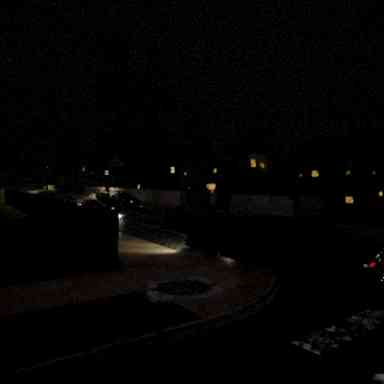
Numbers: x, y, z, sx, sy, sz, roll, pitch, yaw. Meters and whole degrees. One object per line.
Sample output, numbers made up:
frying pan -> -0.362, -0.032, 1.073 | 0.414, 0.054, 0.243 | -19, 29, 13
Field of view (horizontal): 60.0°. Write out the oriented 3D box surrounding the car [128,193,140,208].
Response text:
car -> -6.534, 0.762, 31.237 | 1.994, 1.385, 4.181 | 0, 2, -35

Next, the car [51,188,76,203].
car -> -14.766, 0.360, 38.150 | 1.882, 1.535, 5.008 | 0, 2, -34

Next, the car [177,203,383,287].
car -> 2.361, 1.405, 9.250 | 5.357, 1.411, 2.033 | 7, 5, 37

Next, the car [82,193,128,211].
car -> -7.581, 0.809, 27.752 | 2.033, 1.411, 5.357 | 0, 2, -35

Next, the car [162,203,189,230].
car -> 0.587, 1.242, 16.038 | 2.033, 1.411, 5.357 | 0, 2, -36
